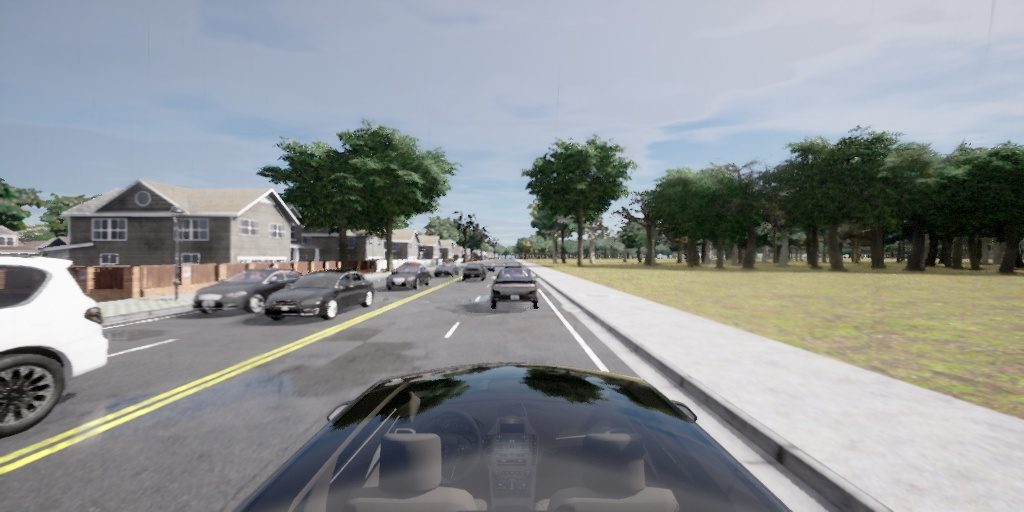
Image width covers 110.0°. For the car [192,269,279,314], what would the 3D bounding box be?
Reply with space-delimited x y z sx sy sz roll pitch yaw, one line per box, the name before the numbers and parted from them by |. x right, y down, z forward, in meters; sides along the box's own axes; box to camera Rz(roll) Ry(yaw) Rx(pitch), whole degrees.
car | -9.785 1.275 14.042 2.128 1.511 4.902 0 0 1

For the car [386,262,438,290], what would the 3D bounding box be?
car | -6.544 1.300 23.167 2.128 1.511 4.902 0 0 0

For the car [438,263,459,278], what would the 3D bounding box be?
car | -6.499 1.393 36.371 2.033 1.411 5.357 0 0 0

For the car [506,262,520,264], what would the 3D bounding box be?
car | 0.107 1.327 37.588 1.882 1.535 5.008 0 0 0

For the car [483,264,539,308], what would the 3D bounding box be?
car | 0.104 1.280 15.379 2.128 1.511 4.902 0 0 0

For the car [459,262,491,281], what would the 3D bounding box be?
car | -3.144 1.338 31.139 1.837 1.490 4.892 0 0 0

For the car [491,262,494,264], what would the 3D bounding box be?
car | -3.143 1.479 47.928 1.895 1.301 4.718 0 0 0

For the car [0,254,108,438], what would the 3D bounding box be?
car | -6.595 0.975 2.495 2.150 2.045 5.566 0 0 0

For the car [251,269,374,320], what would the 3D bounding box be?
car | -6.549 1.285 12.814 1.837 1.490 4.892 0 0 1
